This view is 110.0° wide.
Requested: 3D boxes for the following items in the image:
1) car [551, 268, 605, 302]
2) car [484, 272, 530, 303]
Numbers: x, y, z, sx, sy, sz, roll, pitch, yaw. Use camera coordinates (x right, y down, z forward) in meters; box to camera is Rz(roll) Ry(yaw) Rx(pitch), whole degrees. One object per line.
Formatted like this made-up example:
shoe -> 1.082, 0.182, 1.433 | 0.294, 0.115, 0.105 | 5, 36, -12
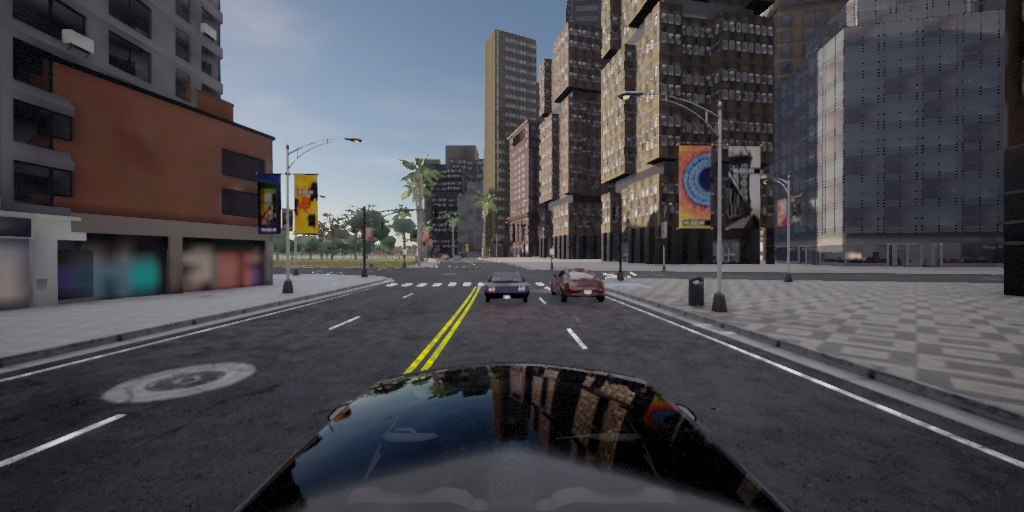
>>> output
car -> 2.964, 1.278, 16.712 | 1.812, 1.442, 4.674 | 0, 0, -2
car -> -0.285, 1.362, 16.619 | 1.895, 1.301, 4.718 | 0, 0, -2
